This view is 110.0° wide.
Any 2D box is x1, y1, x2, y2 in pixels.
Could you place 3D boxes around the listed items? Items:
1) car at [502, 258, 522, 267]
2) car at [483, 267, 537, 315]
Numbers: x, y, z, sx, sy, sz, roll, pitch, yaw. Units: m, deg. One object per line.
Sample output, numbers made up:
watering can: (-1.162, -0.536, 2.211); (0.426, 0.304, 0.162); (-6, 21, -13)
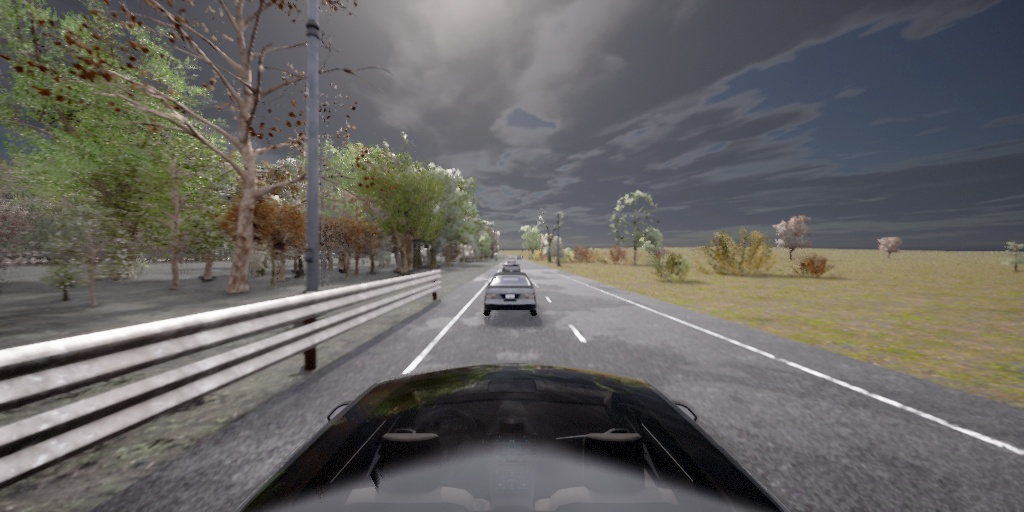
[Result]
car: (-0.050, 1.279, 37.701); (2.128, 1.511, 4.902); (0, 0, 0)
car: (-0.058, 1.313, 13.700); (2.033, 1.411, 5.357); (0, 0, 0)
